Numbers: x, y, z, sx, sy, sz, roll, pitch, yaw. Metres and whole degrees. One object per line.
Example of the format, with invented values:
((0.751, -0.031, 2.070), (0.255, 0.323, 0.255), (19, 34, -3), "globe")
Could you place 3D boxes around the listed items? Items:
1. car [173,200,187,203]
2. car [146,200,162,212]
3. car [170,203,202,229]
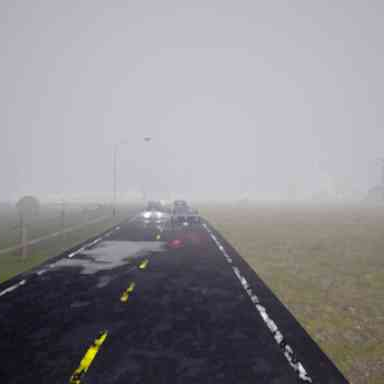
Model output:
((-1.333, 1.572, 36.670), (2.033, 1.411, 5.357), (0, 0, -4), "car")
((-4.521, 1.630, 39.781), (1.895, 1.301, 4.718), (0, 0, -4), "car")
((-0.452, 1.604, 21.888), (1.895, 1.301, 4.718), (0, 0, -3), "car")
